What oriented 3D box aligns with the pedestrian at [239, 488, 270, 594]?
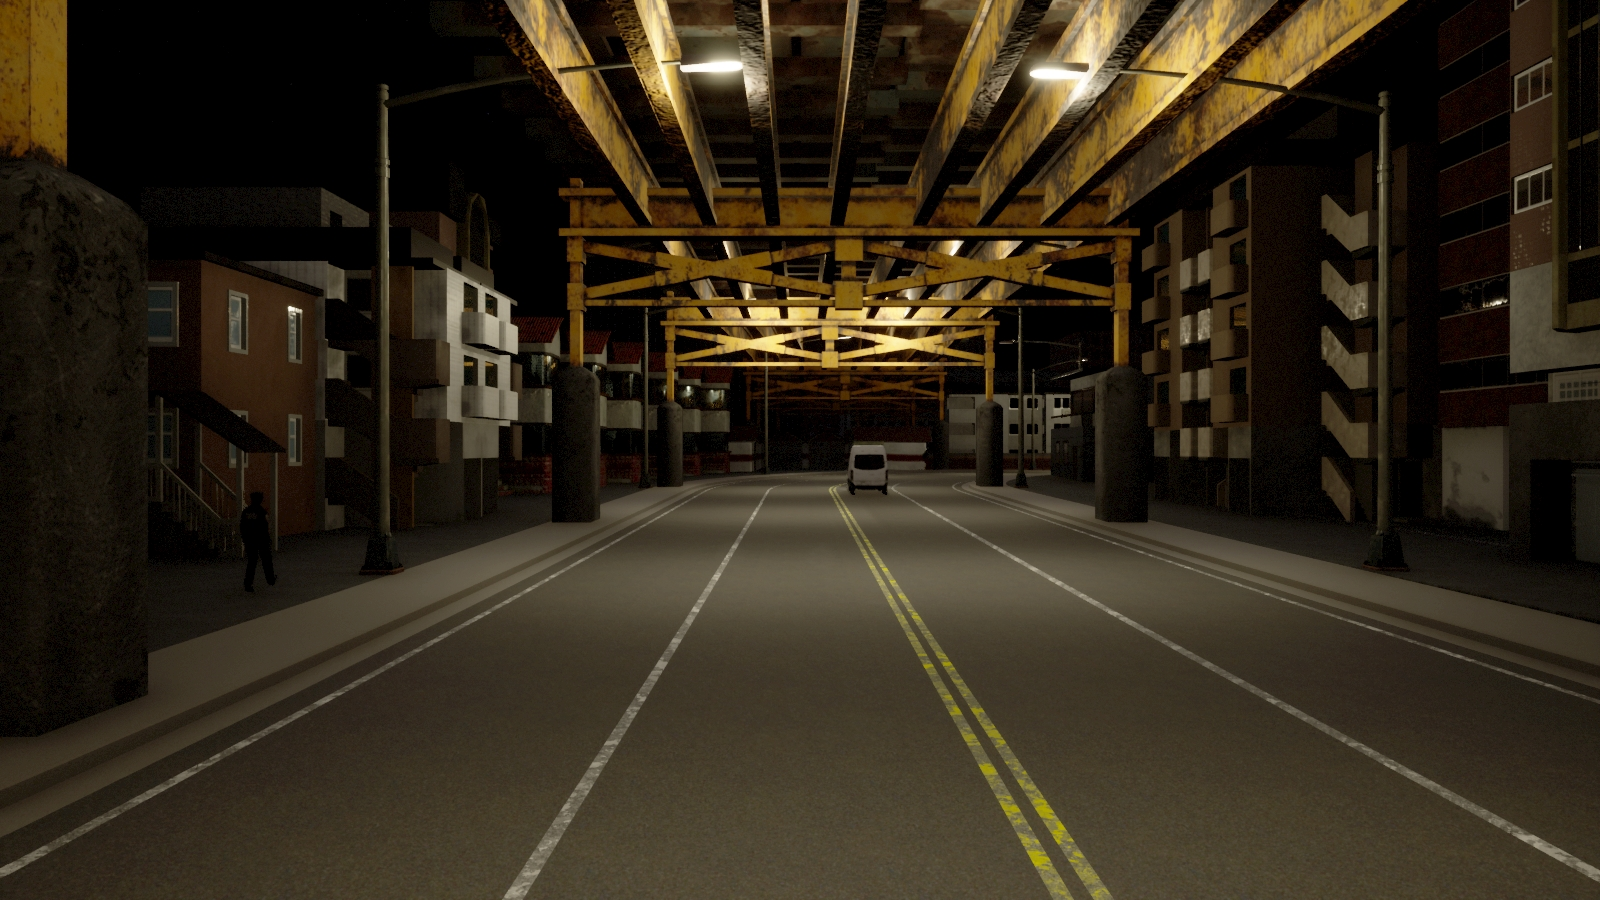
[{"bbox_3d":[-9.742,1.619,20.407,0.375,1.860,0.375,0,0,1],"label":"pedestrian"}]
